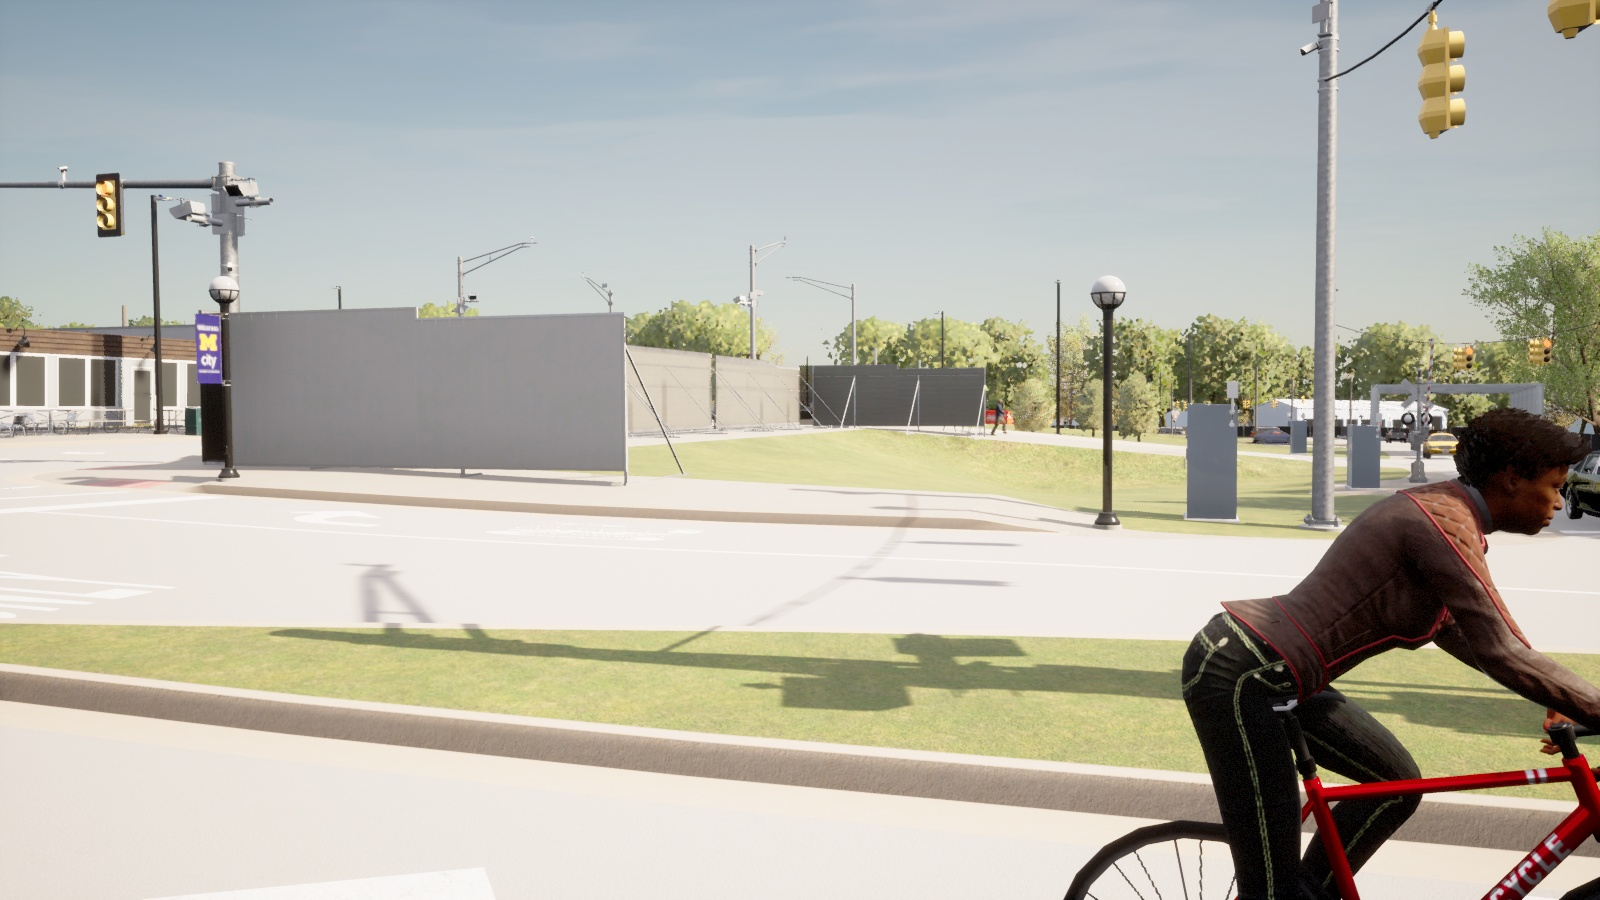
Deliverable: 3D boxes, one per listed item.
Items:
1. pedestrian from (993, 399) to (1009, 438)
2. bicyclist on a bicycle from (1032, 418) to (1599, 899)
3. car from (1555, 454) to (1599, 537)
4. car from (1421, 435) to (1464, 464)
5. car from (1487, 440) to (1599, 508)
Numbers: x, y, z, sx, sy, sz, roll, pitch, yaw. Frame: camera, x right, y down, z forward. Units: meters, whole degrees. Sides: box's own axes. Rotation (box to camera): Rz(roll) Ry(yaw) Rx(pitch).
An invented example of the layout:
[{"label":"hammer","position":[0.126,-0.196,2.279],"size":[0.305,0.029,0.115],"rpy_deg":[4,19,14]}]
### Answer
[{"label":"pedestrian","position":[9.662,-1.515,60.492],"size":[0.726,1.842,0.402],"rpy_deg":[1,3,12]},{"label":"bicyclist on a bicycle","position":[1.377,0.746,2.727],"size":[1.656,1.620,0.582],"rpy_deg":[1,1,18]},{"label":"car","position":[14.496,0.757,21.532],"size":[1.895,1.301,4.718],"rpy_deg":[0,1,22]},{"label":"car","position":[36.821,-0.040,72.049],"size":[1.801,1.575,5.366],"rpy_deg":[1,1,23]},{"label":"car","position":[18.272,0.517,30.775],"size":[2.128,1.511,4.902],"rpy_deg":[0,1,24]}]
